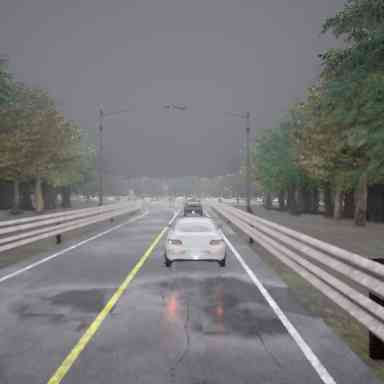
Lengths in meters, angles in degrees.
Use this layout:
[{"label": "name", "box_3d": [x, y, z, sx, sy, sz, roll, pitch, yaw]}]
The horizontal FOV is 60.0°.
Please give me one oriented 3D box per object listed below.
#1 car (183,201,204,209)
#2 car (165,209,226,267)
[{"label": "car", "box_3d": [0.127, 1.635, 33.384, 1.837, 1.490, 4.892, 1, 0, 0]}, {"label": "car", "box_3d": [0.105, 1.544, 11.429, 1.812, 1.442, 4.674, 0, 0, 0]}]
